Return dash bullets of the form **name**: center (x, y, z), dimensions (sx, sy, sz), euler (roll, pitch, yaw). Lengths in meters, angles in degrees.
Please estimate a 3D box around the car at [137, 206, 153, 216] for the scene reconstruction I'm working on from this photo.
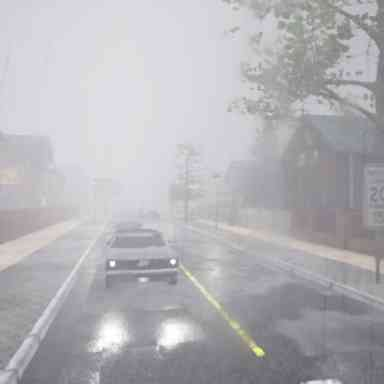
- **car**: center (-7.009, 2.823, 49.293), dimensions (1.895, 1.301, 4.718), euler (0, -2, -12)

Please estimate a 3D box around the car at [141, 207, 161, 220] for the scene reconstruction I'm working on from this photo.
- **car**: center (-4.914, 2.494, 39.658), dimensions (1.812, 1.442, 4.674), euler (0, -2, -11)

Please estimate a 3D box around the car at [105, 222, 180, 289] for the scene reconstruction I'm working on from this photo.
- **car**: center (-1.606, 1.825, 10.074), dimensions (1.895, 1.301, 4.718), euler (0, -1, -12)

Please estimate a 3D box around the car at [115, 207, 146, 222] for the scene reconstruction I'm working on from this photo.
- **car**: center (-4.644, 2.099, 24.372), dimensions (1.812, 1.442, 4.674), euler (0, -2, -12)
